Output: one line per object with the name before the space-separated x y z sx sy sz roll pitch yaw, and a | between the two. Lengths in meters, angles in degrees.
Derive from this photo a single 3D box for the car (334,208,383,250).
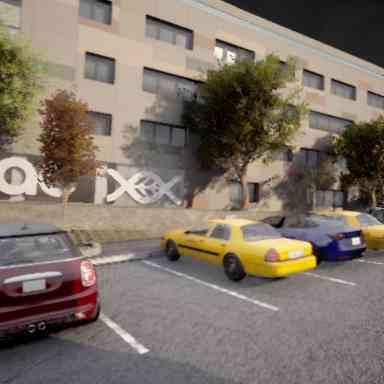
car | 5.503 1.397 13.123 1.946 1.575 5.366 0 0 -36

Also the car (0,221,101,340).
car | -3.469 1.348 6.453 2.185 1.767 4.553 0 0 -35

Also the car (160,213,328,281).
car | 0.955 1.434 9.877 1.946 1.575 5.366 0 0 -36

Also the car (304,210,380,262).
car | 3.319 1.448 11.372 2.163 1.488 4.792 0 0 -35
